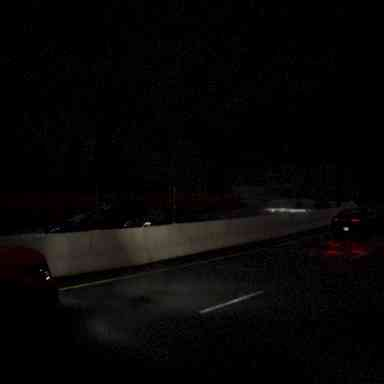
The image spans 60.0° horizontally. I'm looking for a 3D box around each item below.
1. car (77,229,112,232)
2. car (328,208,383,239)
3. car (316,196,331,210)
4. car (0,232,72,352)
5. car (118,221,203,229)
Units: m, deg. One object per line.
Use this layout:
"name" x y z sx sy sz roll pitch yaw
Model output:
"car" -5.672 1.811 18.041 4.674 1.442 1.812 0 -1 -45
"car" 9.277 1.643 18.463 2.128 1.511 4.902 -1 -1 41
"car" 20.911 1.700 53.072 2.150 2.045 5.566 -1 -1 20
"car" -4.836 1.329 4.515 5.566 2.045 2.150 0 -1 -39
"car" -1.391 1.589 17.420 2.097 1.767 4.553 -1 -1 44
